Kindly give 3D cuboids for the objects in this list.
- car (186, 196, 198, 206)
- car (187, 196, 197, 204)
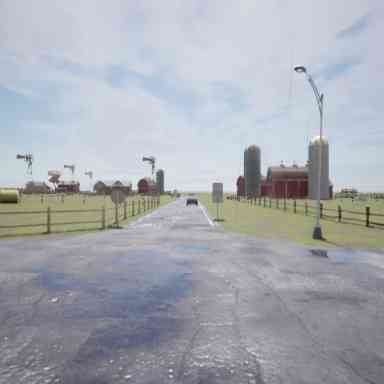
[{"bbox_3d":[0.027,1.491,56.782,1.882,1.535,5.008,0,0,0],"label":"car"},{"bbox_3d":[0.032,1.582,67.204,1.994,1.385,4.181,0,0,0],"label":"car"}]
